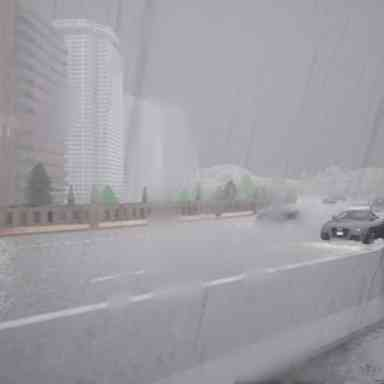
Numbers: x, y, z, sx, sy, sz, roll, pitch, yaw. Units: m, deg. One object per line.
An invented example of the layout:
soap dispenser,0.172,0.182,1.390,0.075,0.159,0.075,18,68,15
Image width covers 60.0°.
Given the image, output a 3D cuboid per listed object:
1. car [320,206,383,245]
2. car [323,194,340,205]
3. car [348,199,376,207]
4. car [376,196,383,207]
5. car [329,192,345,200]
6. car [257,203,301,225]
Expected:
car,7.760,1.596,15.782,1.994,1.385,4.181,0,0,44
car,25.389,1.659,61.466,2.033,1.411,5.357,0,0,15
car,15.863,1.587,31.288,1.812,1.442,4.674,0,0,33
car,29.841,1.446,51.909,2.097,1.767,4.553,0,0,19
car,30.521,1.059,70.241,2.150,2.045,5.566,0,0,6
car,6.633,1.584,24.860,1.812,1.442,4.674,0,0,40
